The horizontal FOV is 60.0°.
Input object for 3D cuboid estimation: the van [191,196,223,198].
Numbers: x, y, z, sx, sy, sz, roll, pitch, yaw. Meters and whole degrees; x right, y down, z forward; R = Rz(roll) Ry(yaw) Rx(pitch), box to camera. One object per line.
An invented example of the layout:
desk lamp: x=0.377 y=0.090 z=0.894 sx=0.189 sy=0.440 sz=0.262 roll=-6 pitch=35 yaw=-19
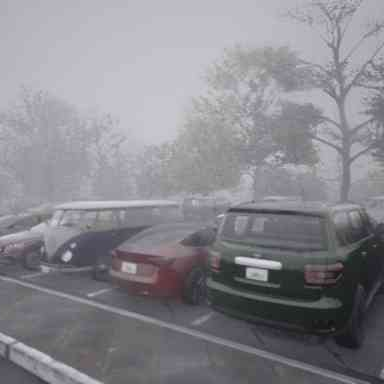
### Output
van: x=1.203 y=1.307 z=23.621 sx=1.878 sy=1.987 sz=4.442 roll=-1 pitch=0 yaw=36

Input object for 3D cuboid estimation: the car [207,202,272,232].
car: x=3.283 y=1.499 z=21.761 sx=1.946 sy=1.575 sz=5.366 roll=-1 pitch=0 yaw=36

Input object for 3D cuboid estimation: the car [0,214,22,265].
car: x=-4.361 y=1.545 z=11.378 sx=2.002 sy=1.452 sz=4.674 roll=-1 pitch=0 yaw=36

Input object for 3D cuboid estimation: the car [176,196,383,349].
car: x=2.410 y=1.178 z=6.561 sx=2.435 sy=2.045 sz=5.566 roll=0 pitch=0 yaw=36

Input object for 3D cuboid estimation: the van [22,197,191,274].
van: x=-2.176 y=1.249 z=9.666 sx=1.878 sy=1.987 sz=4.442 roll=-1 pitch=0 yaw=36

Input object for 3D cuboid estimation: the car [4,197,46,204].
car: x=-16.864 y=1.530 z=36.449 sx=2.435 sy=2.045 sz=5.566 roll=-1 pitch=-1 yaw=36

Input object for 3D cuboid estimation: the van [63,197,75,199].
van: x=-10.058 y=1.457 z=31.685 sx=1.878 sy=1.987 sz=4.442 roll=-1 pitch=0 yaw=36

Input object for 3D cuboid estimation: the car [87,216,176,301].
car: x=0.173 y=1.474 z=8.164 sx=2.163 sy=1.488 sz=4.792 roll=0 pitch=0 yaw=36

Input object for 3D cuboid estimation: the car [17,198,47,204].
car: x=-14.734 y=1.742 z=34.662 sx=1.946 sy=1.575 sz=5.366 roll=-1 pitch=-1 yaw=36

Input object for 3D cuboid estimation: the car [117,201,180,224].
car: x=-3.370 y=1.593 z=26.746 sx=2.097 sy=1.535 sz=5.008 roll=-1 pitch=0 yaw=36

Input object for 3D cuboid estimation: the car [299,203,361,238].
car: x=7.896 y=1.442 z=18.691 sx=2.097 sy=1.535 sz=5.008 roll=-1 pitch=0 yaw=36

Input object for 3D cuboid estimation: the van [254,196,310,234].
van: x=5.571 y=1.246 z=20.206 sx=1.878 sy=1.987 sz=4.442 roll=-1 pitch=0 yaw=36

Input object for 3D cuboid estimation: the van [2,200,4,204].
van: x=-19.162 y=1.604 z=38.205 sx=1.878 sy=1.987 sz=4.442 roll=-1 pitch=-1 yaw=36

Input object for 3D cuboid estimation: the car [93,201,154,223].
car: x=-5.724 y=1.624 z=28.432 sx=2.097 sy=1.535 sz=5.008 roll=-1 pitch=0 yaw=36

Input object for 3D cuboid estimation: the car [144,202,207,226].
car: x=-1.118 y=1.564 z=25.133 sx=2.231 sy=1.521 sz=4.892 roll=-1 pitch=0 yaw=36

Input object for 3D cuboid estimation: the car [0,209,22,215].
car: x=-6.638 y=1.565 z=12.968 sx=2.163 sy=1.488 sz=4.792 roll=-1 pitch=0 yaw=36

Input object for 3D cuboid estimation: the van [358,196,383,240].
van: x=9.954 y=1.203 z=17.068 sx=1.878 sy=1.987 sz=4.442 roll=0 pitch=0 yaw=36

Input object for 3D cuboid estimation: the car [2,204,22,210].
car: x=-11.131 y=1.596 z=16.229 sx=2.097 sy=1.535 sz=5.008 roll=-1 pitch=0 yaw=36
